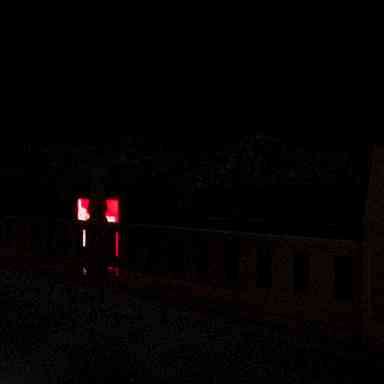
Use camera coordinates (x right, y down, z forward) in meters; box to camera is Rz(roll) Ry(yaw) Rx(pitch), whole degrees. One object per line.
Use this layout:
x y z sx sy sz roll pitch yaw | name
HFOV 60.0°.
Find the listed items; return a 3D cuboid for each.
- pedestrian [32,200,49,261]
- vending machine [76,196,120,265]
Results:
-4.644 1.141 10.128 0.375 1.860 0.375 0 0 30 | pedestrian
-3.075 1.195 10.919 0.880 2.100 1.100 0 0 30 | vending machine
